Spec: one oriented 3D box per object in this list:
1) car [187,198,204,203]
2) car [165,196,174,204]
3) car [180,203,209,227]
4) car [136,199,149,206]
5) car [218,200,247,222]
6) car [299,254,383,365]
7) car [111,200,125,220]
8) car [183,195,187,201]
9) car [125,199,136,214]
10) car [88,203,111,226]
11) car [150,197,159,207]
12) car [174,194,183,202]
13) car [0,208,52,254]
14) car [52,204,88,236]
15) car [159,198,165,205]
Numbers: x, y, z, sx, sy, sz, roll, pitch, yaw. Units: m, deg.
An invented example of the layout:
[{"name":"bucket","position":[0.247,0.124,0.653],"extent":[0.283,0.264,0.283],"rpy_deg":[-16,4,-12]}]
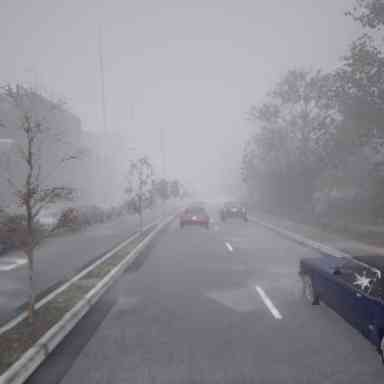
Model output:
[{"name":"car","position":[0.785,1.779,41.934],"extent":[2.033,1.411,5.357],"rpy_deg":[0,0,3]},{"name":"car","position":[-6.085,1.759,74.446],"extent":[1.946,1.575,5.366],"rpy_deg":[0,0,7]},{"name":"car","position":[0.191,1.715,23.961],"extent":[1.994,1.385,4.181],"rpy_deg":[0,0,1]},{"name":"car","position":[-7.740,1.713,46.847],"extent":[2.097,1.535,5.008],"rpy_deg":[0,0,1]},{"name":"car","position":[3.434,1.529,28.740],"extent":[2.097,1.767,4.553],"rpy_deg":[0,0,1]},{"name":"car","position":[3.258,1.638,5.220],"extent":[1.895,1.301,4.718],"rpy_deg":[0,0,0]},{"name":"car","position":[-7.857,1.695,30.304],"extent":[2.002,1.452,4.674],"rpy_deg":[0,0,0]},{"name":"car","position":[-3.765,1.524,91.157],"extent":[2.435,2.045,5.566],"rpy_deg":[0,0,10]},{"name":"car","position":[-7.818,1.678,35.855],"extent":[2.231,1.521,4.892],"rpy_deg":[0,0,0]},{"name":"car","position":[-7.896,1.660,24.728],"extent":[2.163,1.488,4.792],"rpy_deg":[0,0,0]},{"name":"car","position":[-7.483,1.765,56.442],"extent":[2.163,1.488,4.792],"rpy_deg":[0,0,3]},{"name":"car","position":[-4.652,1.777,85.680],"extent":[2.231,1.521,4.892],"rpy_deg":[0,0,9]},{"name":"car","position":[-7.975,1.603,13.633],"extent":[2.163,1.488,4.792],"rpy_deg":[0,0,0]},{"name":"car","position":[-7.936,1.643,19.212],"extent":[2.002,1.452,4.674],"rpy_deg":[0,0,0]},{"name":"car","position":[-7.065,1.743,63.471],"extent":[1.946,1.575,5.366],"rpy_deg":[0,0,5]}]
